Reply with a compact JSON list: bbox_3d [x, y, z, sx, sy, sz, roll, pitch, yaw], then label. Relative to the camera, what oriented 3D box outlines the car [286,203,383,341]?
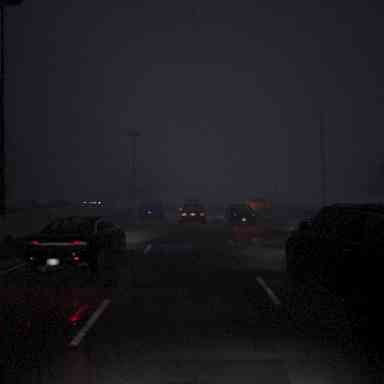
[{"bbox_3d":[3.598,1.224,6.636,2.150,2.045,5.566,0,0,0],"label":"car"}]

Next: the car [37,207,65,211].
[{"bbox_3d":[-14.099,1.540,34.614,1.812,1.442,4.674,0,0,0],"label":"car"}]

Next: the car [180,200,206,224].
[{"bbox_3d":[0.082,1.558,24.923,2.033,1.411,5.357,0,0,0],"label":"car"}]

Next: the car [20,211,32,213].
[{"bbox_3d":[-17.598,1.492,35.022,1.882,1.535,5.008,0,0,0],"label":"car"}]

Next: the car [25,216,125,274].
[{"bbox_3d":[-3.401,1.496,10.559,2.128,1.511,4.902,0,0,0],"label":"car"}]

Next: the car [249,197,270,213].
[{"bbox_3d":[7.096,1.367,36.746,2.097,1.767,4.553,0,0,0],"label":"car"}]

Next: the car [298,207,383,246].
[{"bbox_3d":[7.098,1.554,16.465,2.033,1.411,5.357,0,0,0],"label":"car"}]

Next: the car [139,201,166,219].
[{"bbox_3d":[-3.402,1.489,29.236,1.882,1.535,5.008,0,0,0],"label":"car"}]

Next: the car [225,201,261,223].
[{"bbox_3d":[3.597,1.611,25.227,1.895,1.301,4.718,0,0,0],"label":"car"}]

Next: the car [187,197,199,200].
[{"bbox_3d":[0.095,1.369,41.813,2.097,1.767,4.553,0,0,0],"label":"car"}]
